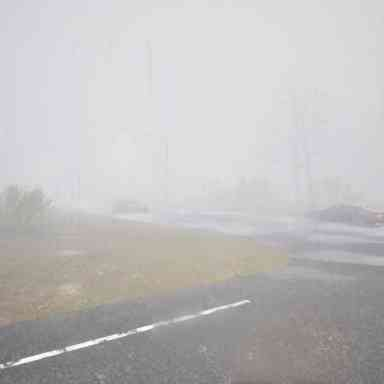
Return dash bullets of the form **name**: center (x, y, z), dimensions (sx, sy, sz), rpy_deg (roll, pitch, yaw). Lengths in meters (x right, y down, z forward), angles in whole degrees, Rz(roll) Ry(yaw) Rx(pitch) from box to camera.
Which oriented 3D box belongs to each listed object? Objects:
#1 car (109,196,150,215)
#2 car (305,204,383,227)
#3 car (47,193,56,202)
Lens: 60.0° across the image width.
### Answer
- **car**: center (-6.256, 1.424, 32.966), dimensions (2.033, 1.411, 5.357), rpy_deg (0, 0, -38)
- **car**: center (10.456, 1.499, 22.572), dimensions (2.033, 1.411, 5.357), rpy_deg (0, 0, -37)
- **car**: center (-26.739, 1.207, 60.573), dimensions (1.837, 1.490, 4.892), rpy_deg (0, 1, -33)
